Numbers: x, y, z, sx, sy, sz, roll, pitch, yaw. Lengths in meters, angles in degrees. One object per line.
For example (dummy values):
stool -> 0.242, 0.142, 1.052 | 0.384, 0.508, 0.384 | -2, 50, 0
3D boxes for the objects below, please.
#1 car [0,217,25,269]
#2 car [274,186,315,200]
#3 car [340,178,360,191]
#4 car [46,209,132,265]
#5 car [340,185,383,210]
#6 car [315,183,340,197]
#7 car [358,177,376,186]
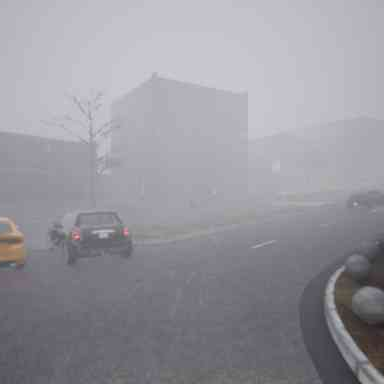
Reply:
car -> -6.647, 1.531, 10.710 | 1.882, 1.535, 5.008 | 1, -1, -33
car -> 12.211, 0.086, 40.416 | 5.366, 1.575, 1.946 | -5, 2, -36
car -> 21.078, -0.619, 46.968 | 5.366, 1.575, 1.946 | -5, 2, -36
car -> -3.911, 1.392, 12.223 | 2.097, 1.767, 4.553 | 0, 0, -32
car -> 14.349, 0.513, 27.006 | 4.892, 1.490, 1.837 | -5, 3, -40
car -> 16.647, -0.268, 43.687 | 5.366, 1.575, 1.946 | -5, 2, -36
car -> 25.726, -1.237, 50.406 | 5.566, 2.045, 2.435 | -5, 2, -36
